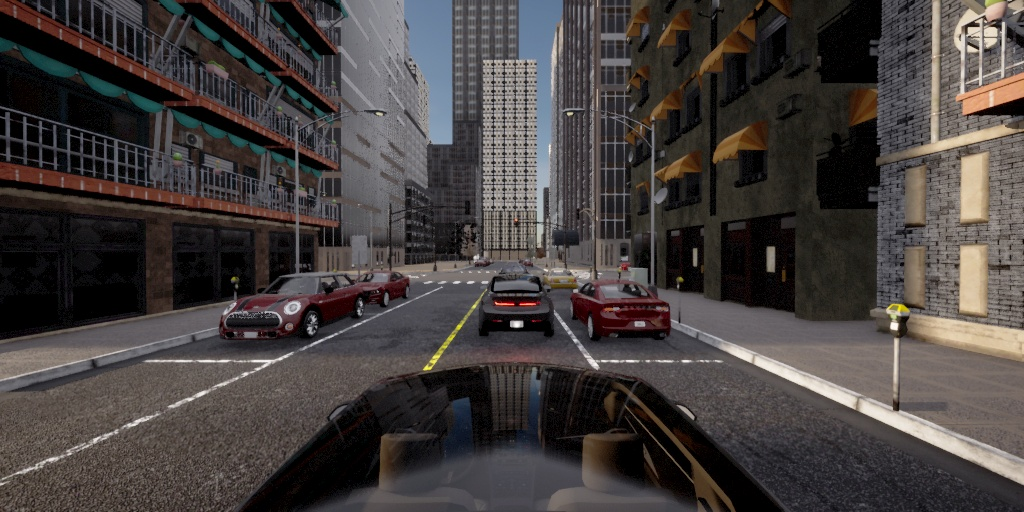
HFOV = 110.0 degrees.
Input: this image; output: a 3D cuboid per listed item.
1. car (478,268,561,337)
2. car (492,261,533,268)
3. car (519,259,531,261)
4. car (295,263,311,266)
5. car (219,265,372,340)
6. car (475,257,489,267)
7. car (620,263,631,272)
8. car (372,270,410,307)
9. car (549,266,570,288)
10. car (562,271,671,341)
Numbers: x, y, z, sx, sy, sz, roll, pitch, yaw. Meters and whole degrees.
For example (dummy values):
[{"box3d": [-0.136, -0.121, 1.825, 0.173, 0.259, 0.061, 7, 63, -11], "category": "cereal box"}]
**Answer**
[{"box3d": [0.108, 1.253, 10.323, 1.837, 1.490, 4.892, 0, 0, 0], "category": "car"}, {"box3d": [0.118, 1.239, 20.456, 2.128, 1.511, 4.902, 0, 0, 0], "category": "car"}, {"box3d": [2.753, 1.185, 64.344, 1.967, 1.591, 4.097, 0, 0, 0], "category": "car"}, {"box3d": [-23.796, 1.494, 39.666, 4.097, 1.591, 1.967, 0, 0, 0], "category": "car"}, {"box3d": [-5.684, 1.188, 9.793, 1.967, 1.591, 4.097, 0, 0, 0], "category": "car"}, {"box3d": [-5.627, 1.291, 64.354, 1.888, 1.381, 4.507, 0, 0, 0], "category": "car"}, {"box3d": [14.301, 1.005, 39.948, 4.507, 1.381, 1.888, 0, 0, 0], "category": "car"}, {"box3d": [-5.678, 1.293, 15.317, 1.888, 1.381, 4.507, 0, 0, 0], "category": "car"}, {"box3d": [2.709, 1.272, 20.988, 1.751, 1.417, 4.829, 0, 0, 0], "category": "car"}, {"box3d": [2.698, 1.294, 9.771, 1.888, 1.381, 4.507, 0, 0, 0], "category": "car"}]
